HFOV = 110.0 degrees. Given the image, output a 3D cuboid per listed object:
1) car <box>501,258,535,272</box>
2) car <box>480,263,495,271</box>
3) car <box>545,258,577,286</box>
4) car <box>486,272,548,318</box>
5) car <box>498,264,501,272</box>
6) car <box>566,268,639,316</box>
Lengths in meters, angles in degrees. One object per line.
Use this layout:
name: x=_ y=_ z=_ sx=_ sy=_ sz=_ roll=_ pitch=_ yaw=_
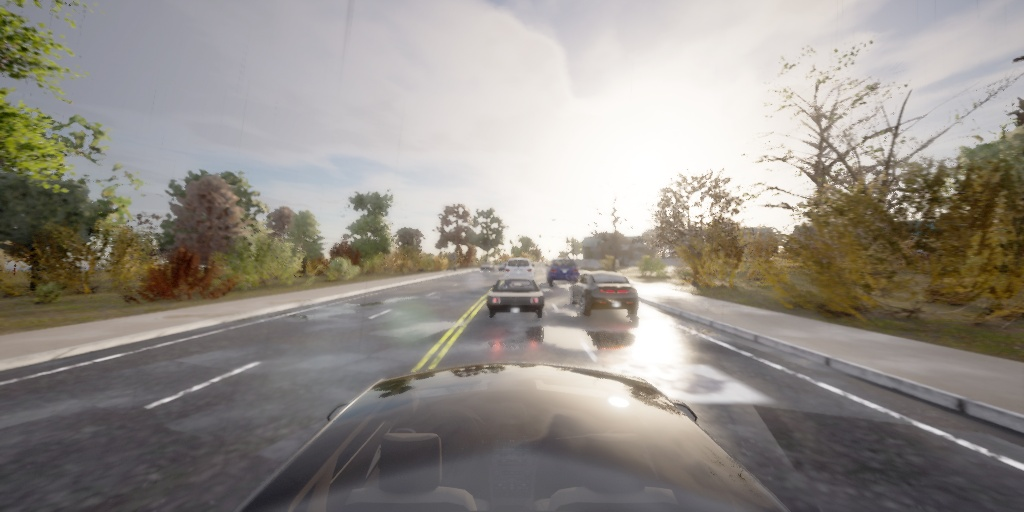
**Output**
car: x=0.601 y=1.204 z=28.059 sx=2.150 sy=2.045 sz=5.566 roll=0 pitch=0 yaw=3
car: x=-4.019 y=1.786 z=59.527 sx=2.033 sy=1.411 sz=5.357 roll=0 pitch=0 yaw=5
car: x=3.849 y=1.201 z=27.925 sx=2.150 sy=2.045 sz=5.566 roll=0 pitch=0 yaw=3
car: x=0.178 y=1.458 z=13.579 sx=1.895 sy=1.301 sz=4.718 roll=0 pitch=0 yaw=2
car: x=-1.035 y=1.733 z=56.400 sx=1.812 sy=1.442 sz=4.674 roll=0 pitch=-1 yaw=5
car: x=3.444 y=1.365 z=14.003 sx=1.837 sy=1.490 sz=4.892 roll=0 pitch=-1 yaw=2
